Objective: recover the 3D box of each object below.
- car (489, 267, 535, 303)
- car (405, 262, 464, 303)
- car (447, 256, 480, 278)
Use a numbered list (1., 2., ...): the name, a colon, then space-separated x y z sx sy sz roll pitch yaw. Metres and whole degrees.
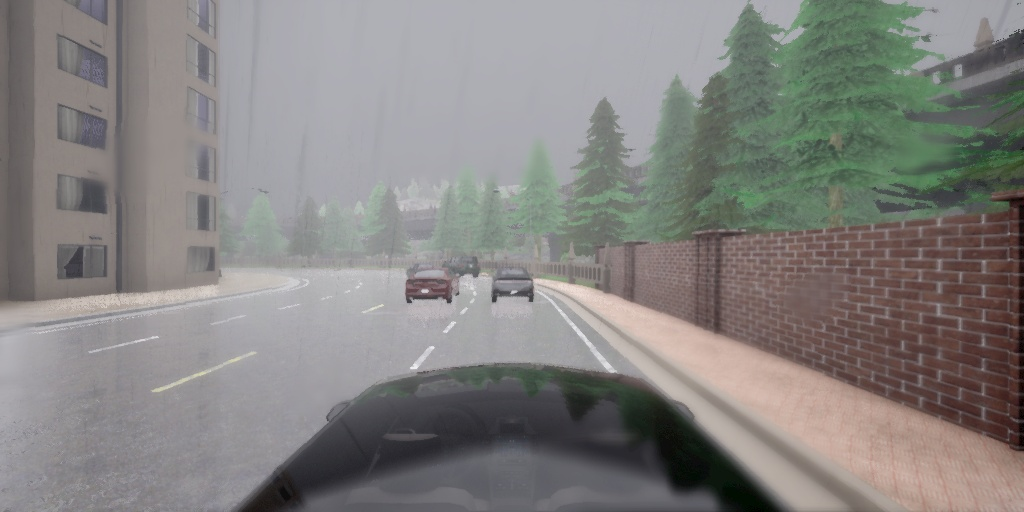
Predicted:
1. car: -0.037 1.245 16.735 2.128 1.511 4.902 0 0 -3
2. car: -3.533 1.235 16.578 1.882 1.535 5.008 0 0 -3
3. car: -4.886 1.008 33.406 2.150 2.045 5.566 0 0 -30
